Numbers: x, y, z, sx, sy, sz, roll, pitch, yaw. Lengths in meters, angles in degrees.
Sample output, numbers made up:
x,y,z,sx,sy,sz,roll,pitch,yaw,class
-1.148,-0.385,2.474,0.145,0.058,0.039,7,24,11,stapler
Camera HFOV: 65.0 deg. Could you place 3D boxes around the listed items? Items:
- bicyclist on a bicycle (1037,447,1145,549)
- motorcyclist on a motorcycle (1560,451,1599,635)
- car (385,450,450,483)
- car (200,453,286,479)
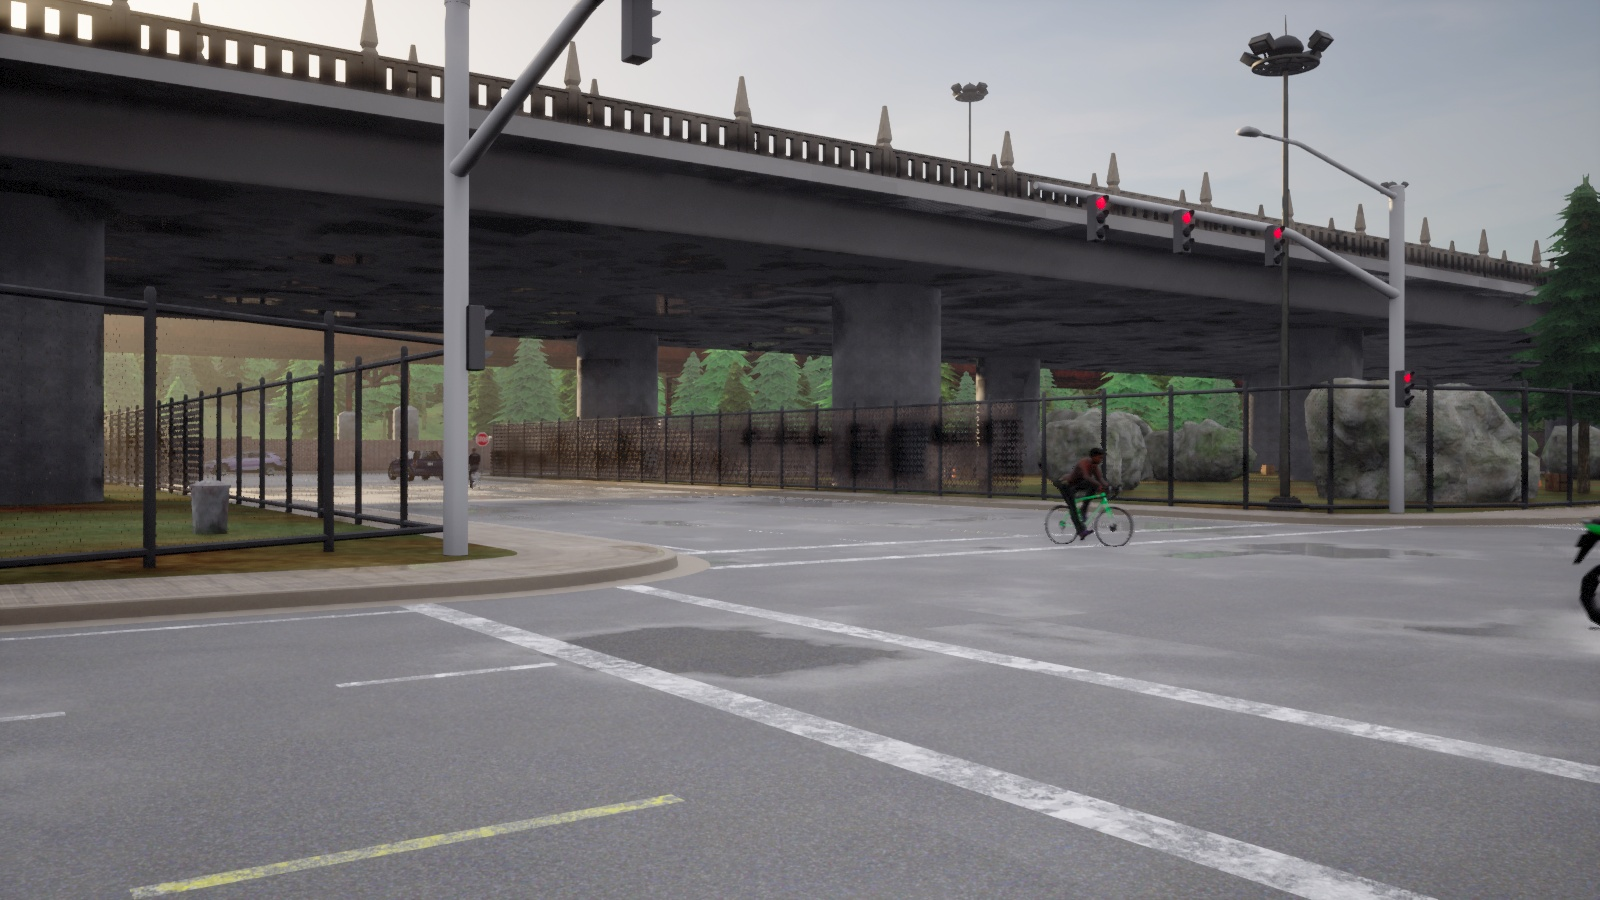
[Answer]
x,y,z,sx,sy,sz,roll,pitch,yaw,class
4.766,0.768,20.616,1.656,1.620,0.582,-1,-1,44,bicyclist on a bicycle
7.365,0.767,10.044,0.797,1.523,2.044,0,0,-35,motorcyclist on a motorcycle
-21.011,0.872,68.921,2.097,1.767,4.553,0,0,-35,car
-36.071,1.006,81.350,4.856,1.649,2.033,0,0,-34,car
